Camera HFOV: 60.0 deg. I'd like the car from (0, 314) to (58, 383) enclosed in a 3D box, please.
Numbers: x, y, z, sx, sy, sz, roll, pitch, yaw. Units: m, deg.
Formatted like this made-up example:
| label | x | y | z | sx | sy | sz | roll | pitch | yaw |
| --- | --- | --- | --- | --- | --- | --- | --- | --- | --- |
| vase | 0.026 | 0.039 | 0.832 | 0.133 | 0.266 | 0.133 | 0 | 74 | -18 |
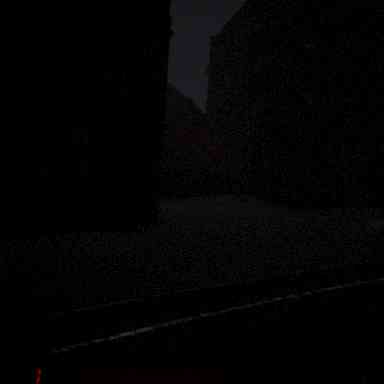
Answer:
| label | x | y | z | sx | sy | sz | roll | pitch | yaw |
| --- | --- | --- | --- | --- | --- | --- | --- | --- | --- |
| car | -3.208 | 1.506 | 1.436 | 4.892 | 1.490 | 1.837 | 0 | 0 | -35 |
